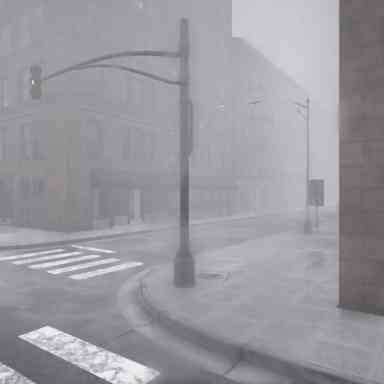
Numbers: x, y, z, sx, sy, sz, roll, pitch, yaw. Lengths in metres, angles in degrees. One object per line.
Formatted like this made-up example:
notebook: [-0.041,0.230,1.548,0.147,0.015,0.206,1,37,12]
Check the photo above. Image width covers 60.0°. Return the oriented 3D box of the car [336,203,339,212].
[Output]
car: [19.549,1.752,41.786,1.882,1.535,5.008,0,0,35]
